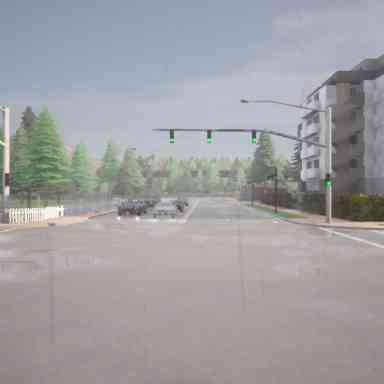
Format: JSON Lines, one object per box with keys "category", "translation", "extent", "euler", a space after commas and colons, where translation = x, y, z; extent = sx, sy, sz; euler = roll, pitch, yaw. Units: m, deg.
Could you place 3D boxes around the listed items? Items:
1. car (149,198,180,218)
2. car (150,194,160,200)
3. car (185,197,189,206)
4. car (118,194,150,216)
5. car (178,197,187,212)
{"category": "car", "translation": [-2.365, 1.526, 30.190], "extent": [1.812, 1.442, 4.674], "euler": [0, 0, 2]}
{"category": "car", "translation": [-5.351, 1.221, 43.313], "extent": [2.150, 2.045, 5.566], "euler": [0, 0, 3]}
{"category": "car", "translation": [-1.516, 1.490, 51.126], "extent": [2.128, 1.511, 4.902], "euler": [0, 0, 3]}
{"category": "car", "translation": [-5.770, 1.352, 32.652], "extent": [2.097, 1.767, 4.553], "euler": [0, 0, 2]}
{"category": "car", "translation": [-2.014, 1.601, 39.285], "extent": [1.895, 1.301, 4.718], "euler": [0, 0, 2]}
